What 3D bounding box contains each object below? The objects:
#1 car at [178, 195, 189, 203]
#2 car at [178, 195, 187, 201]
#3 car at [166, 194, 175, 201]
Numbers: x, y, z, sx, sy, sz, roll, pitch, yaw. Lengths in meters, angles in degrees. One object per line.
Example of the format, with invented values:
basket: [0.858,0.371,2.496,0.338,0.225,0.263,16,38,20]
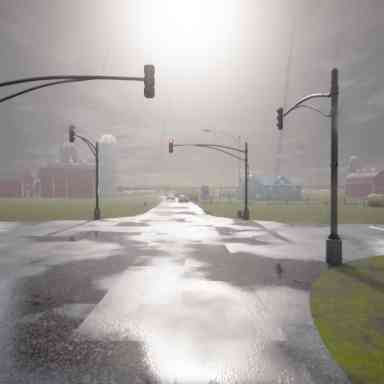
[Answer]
car: [-1.747,1.623,69.930,1.895,1.301,4.718,0,0,-3]
car: [-2.361,1.463,79.914,1.837,1.490,4.892,0,0,-4]
car: [-4.735,1.182,73.929,1.812,1.442,4.674,0,0,-3]
